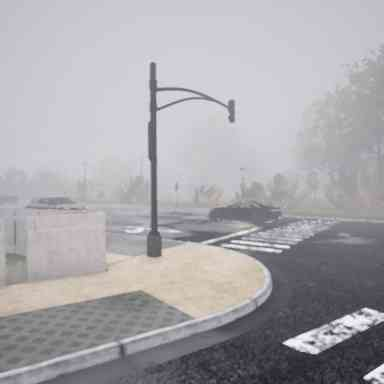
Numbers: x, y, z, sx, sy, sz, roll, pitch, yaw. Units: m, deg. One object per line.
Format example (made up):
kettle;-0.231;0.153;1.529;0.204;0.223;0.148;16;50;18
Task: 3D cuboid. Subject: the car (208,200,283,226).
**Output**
car;3.295;1.258;21.219;4.902;1.511;2.128;1;1;37

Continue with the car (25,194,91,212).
car;-8.439;1.025;21.007;4.553;1.767;2.097;1;1;31

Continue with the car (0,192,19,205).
car;-23.607;0.725;41.247;4.902;1.511;2.128;1;1;29
